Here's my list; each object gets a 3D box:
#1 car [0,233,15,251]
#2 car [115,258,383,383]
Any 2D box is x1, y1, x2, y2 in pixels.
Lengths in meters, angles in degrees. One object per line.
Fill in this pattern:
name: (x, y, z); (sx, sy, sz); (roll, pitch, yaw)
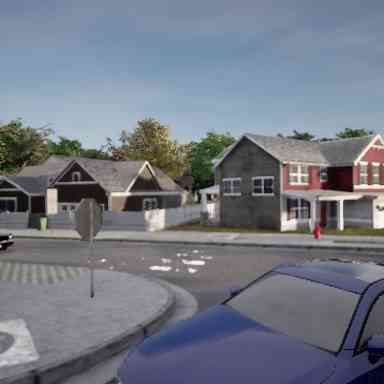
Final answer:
car: (-11.138, 2.341, 16.500); (4.718, 1.301, 1.895); (-2, 0, 22)
car: (1.494, 1.558, 3.675); (4.674, 1.442, 1.812); (0, 0, -33)
